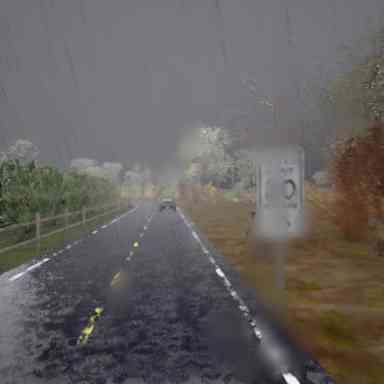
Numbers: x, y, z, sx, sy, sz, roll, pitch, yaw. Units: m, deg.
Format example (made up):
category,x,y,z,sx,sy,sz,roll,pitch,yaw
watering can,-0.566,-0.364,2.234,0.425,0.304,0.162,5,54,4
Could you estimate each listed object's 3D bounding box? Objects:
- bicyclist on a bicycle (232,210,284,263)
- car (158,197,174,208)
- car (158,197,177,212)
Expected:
category,x,y,z,sx,sy,sz,roll,pitch,yaw
bicyclist on a bicycle,2.059,1.397,10.276,1.656,1.620,0.582,0,0,-4
car,-3.918,1.437,49.209,2.033,1.411,5.357,-1,0,-9
car,-2.806,1.426,38.529,1.837,1.490,4.892,-1,0,-4
